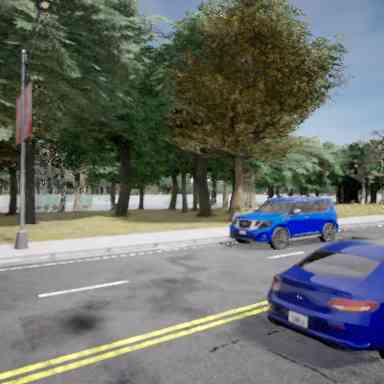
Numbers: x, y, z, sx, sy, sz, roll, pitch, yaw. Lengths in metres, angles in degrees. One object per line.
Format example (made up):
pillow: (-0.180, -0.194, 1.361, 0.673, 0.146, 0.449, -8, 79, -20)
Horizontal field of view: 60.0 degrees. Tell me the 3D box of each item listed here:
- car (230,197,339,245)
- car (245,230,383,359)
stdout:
car: (4.236, 1.252, 14.711, 5.566, 2.045, 2.150, 0, 0, -36)
car: (3.294, 1.541, 5.795, 4.674, 1.442, 1.812, 0, 0, -36)
